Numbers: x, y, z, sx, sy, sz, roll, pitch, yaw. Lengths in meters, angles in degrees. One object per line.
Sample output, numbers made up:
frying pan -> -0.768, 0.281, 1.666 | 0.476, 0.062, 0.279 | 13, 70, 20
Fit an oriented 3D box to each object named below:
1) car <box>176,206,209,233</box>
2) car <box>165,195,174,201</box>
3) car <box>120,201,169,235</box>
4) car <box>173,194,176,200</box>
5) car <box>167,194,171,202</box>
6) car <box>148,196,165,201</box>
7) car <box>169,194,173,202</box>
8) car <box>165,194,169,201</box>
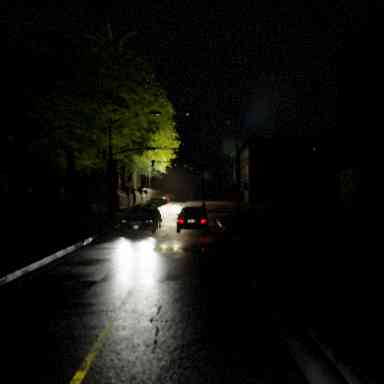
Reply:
car -> 0.030, 1.539, 19.539 | 2.033, 1.411, 5.357 | 0, 0, 0
car -> -5.719, 1.500, 83.206 | 1.967, 1.590, 4.097 | 1, 0, 0
car -> -2.770, 1.483, 19.036 | 2.128, 1.511, 4.902 | 0, 0, 1
car -> -5.675, 1.358, 77.756 | 2.192, 1.841, 5.009 | 1, 0, 0
car -> -5.556, 1.574, 61.405 | 1.947, 1.339, 4.313 | 1, 0, 0
car -> -5.487, 1.546, 48.820 | 2.008, 1.369, 4.403 | 1, 0, 0
car -> -5.639, 1.611, 72.305 | 1.802, 1.307, 4.206 | 1, 0, 0
car -> -5.514, 1.552, 55.955 | 2.008, 1.369, 4.403 | 1, 0, 0
